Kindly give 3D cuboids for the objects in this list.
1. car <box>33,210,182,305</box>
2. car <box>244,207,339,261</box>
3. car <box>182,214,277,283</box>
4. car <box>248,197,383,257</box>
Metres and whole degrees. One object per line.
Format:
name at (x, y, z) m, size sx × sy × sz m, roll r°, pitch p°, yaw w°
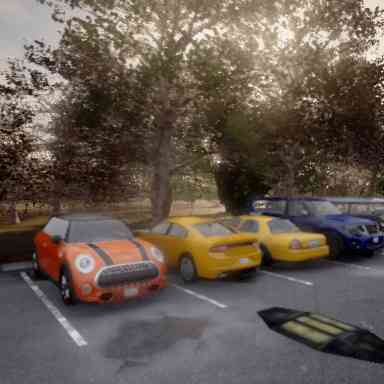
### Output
car at (-2.479, 1.363, 8.331) m, size 2.185 × 1.767 × 4.553 m, roll 0°, pitch 0°, yaw -36°
car at (2.065, 1.480, 11.765) m, size 1.946 × 1.575 × 5.366 m, roll 0°, pitch 0°, yaw -36°
car at (-0.191, 1.488, 9.920) m, size 2.097 × 1.535 × 5.008 m, roll 0°, pitch 0°, yaw -36°
car at (4.456, 1.227, 13.209) m, size 2.435 × 2.045 × 5.566 m, roll 0°, pitch 0°, yaw -36°
